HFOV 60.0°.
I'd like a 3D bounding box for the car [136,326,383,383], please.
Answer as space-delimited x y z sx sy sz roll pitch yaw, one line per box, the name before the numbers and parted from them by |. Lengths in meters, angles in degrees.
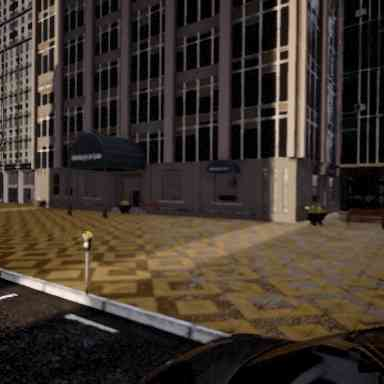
car | 1.412 1.567 1.857 4.313 1.339 1.947 0 1 35
